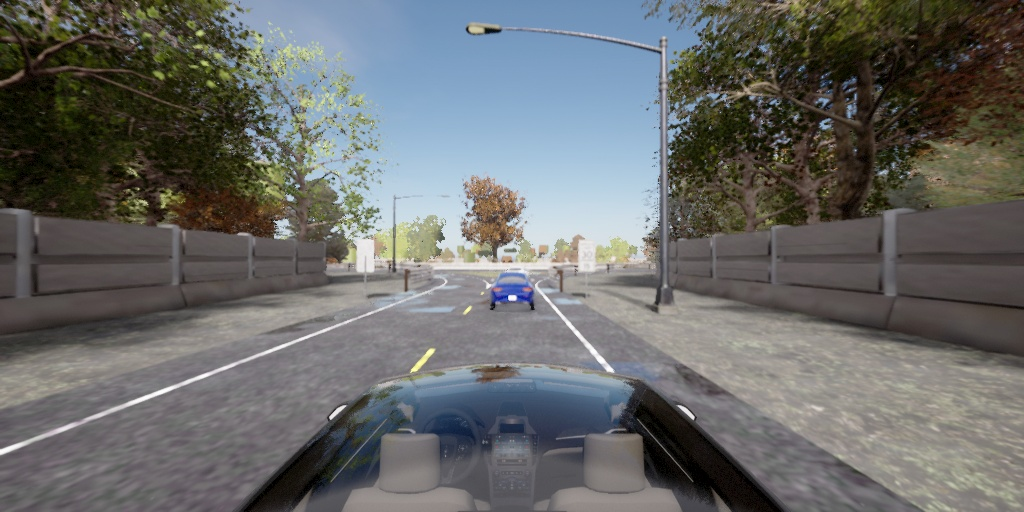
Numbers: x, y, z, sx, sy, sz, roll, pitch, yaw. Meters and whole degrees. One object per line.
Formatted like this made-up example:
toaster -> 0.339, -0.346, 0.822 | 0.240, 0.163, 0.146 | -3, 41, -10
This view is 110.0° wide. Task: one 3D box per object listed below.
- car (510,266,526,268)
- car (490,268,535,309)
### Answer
car -> 0.517, 1.581, 30.577 | 1.812, 1.442, 4.674 | 0, 0, 9
car -> 0.032, 1.424, 15.748 | 1.812, 1.442, 4.674 | 0, 0, 0
